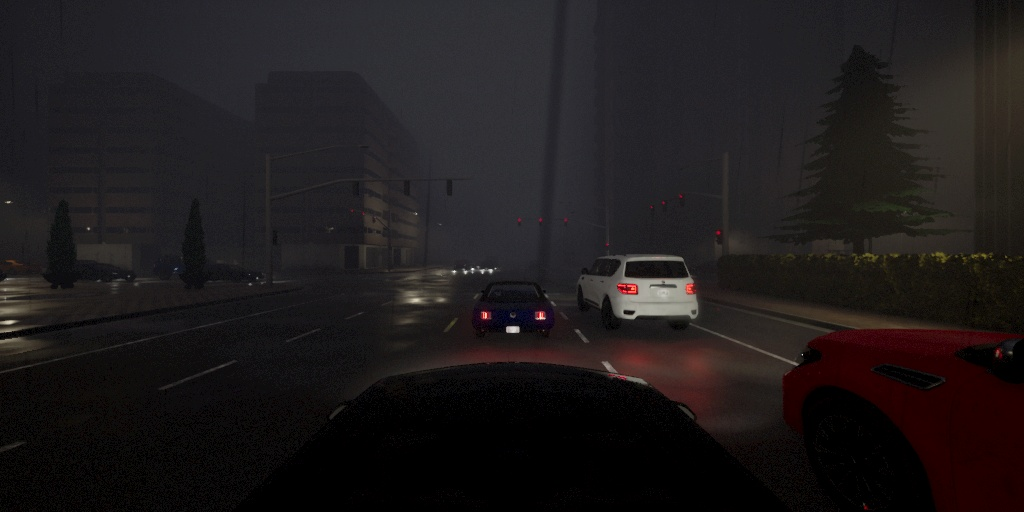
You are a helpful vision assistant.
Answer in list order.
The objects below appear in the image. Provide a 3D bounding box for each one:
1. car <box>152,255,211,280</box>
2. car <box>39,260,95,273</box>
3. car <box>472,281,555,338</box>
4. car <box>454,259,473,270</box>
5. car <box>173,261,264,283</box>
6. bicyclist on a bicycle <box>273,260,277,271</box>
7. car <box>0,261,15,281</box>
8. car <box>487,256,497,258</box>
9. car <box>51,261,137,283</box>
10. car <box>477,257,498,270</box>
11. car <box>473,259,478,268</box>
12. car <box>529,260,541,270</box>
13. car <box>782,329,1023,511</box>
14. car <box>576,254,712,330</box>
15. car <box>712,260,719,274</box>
[{"bbox_3d":[-27.503,0.971,30.863,5.566,2.045,2.150,0,0,0],"label":"car"},{"bbox_3d":[-36.972,1.101,30.947,4.553,1.767,2.097,0,0,1],"label":"car"},{"bbox_3d":[0.044,1.351,10.192,1.895,1.301,4.718,0,0,0],"label":"car"},{"bbox_3d":[-7.160,1.226,51.699,1.882,1.535,5.008,0,0,0],"label":"car"},{"bbox_3d":[-22.007,1.296,27.292,5.357,1.411,2.033,0,0,1],"label":"car"},{"bbox_3d":[-28.698,1.049,42.856,0.582,1.620,1.656,0,0,0],"label":"bicyclist on a bicycle"},{"bbox_3d":[-41.844,1.275,27.486,4.674,1.442,1.812,0,0,1],"label":"car"},{"bbox_3d":[-3.651,0.969,64.663,2.150,2.045,5.566,0,0,0],"label":"car"},{"bbox_3d":[-31.591,1.275,27.399,4.674,1.442,1.812,0,0,1],"label":"car"},{"bbox_3d":[-3.656,1.312,53.942,1.994,1.385,4.181,0,0,0],"label":"car"},{"bbox_3d":[-7.166,1.348,61.030,1.895,1.301,4.718,0,0,0],"label":"car"},{"bbox_3d":[3.389,1.295,53.774,2.033,1.411,5.357,0,0,2],"label":"car"},{"bbox_3d":[3.601,0.972,0.960,2.150,2.045,5.566,0,0,0],"label":"car"},{"bbox_3d":[3.574,0.971,11.321,2.150,2.045,5.566,0,0,-2],"label":"car"},{"bbox_3d":[20.821,1.226,37.652,5.008,1.535,1.882,0,0,1],"label":"car"}]
